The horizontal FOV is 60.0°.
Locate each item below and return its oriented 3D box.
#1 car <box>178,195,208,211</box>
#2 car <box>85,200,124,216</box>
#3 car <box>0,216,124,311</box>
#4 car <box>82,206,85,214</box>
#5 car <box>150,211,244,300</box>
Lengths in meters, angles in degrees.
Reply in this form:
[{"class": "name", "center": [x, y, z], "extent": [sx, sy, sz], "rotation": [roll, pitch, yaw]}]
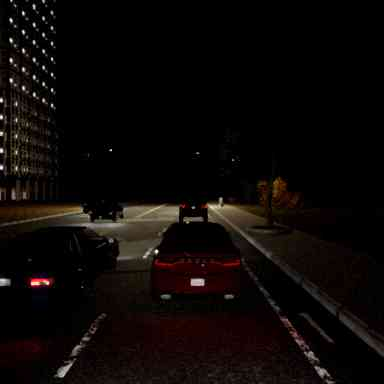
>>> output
[{"class": "car", "center": [0.104, 1.219, 26.537], "extent": [2.150, 2.045, 5.566], "rotation": [0, 0, 0]}, {"class": "car", "center": [-6.581, 1.523, 26.171], "extent": [1.812, 1.442, 4.674], "rotation": [0, 0, 0]}, {"class": "car", "center": [-3.148, 1.547, 8.033], "extent": [2.033, 1.411, 5.357], "rotation": [0, 0, 0]}, {"class": "car", "center": [-9.836, 1.543, 35.009], "extent": [2.033, 1.411, 5.357], "rotation": [0, 0, 0]}, {"class": "car", "center": [0.102, 1.477, 8.458], "extent": [1.882, 1.535, 5.008], "rotation": [0, 0, 0]}]
